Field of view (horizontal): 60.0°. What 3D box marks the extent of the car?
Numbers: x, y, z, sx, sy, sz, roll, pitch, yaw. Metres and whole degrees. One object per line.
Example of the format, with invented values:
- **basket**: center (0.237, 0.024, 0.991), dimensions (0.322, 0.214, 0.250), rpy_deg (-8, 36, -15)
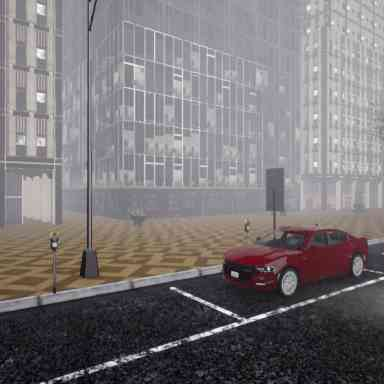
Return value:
- **car**: center (2.758, 1.545, 8.538), dimensions (4.507, 1.381, 1.887), rpy_deg (0, 0, -36)
